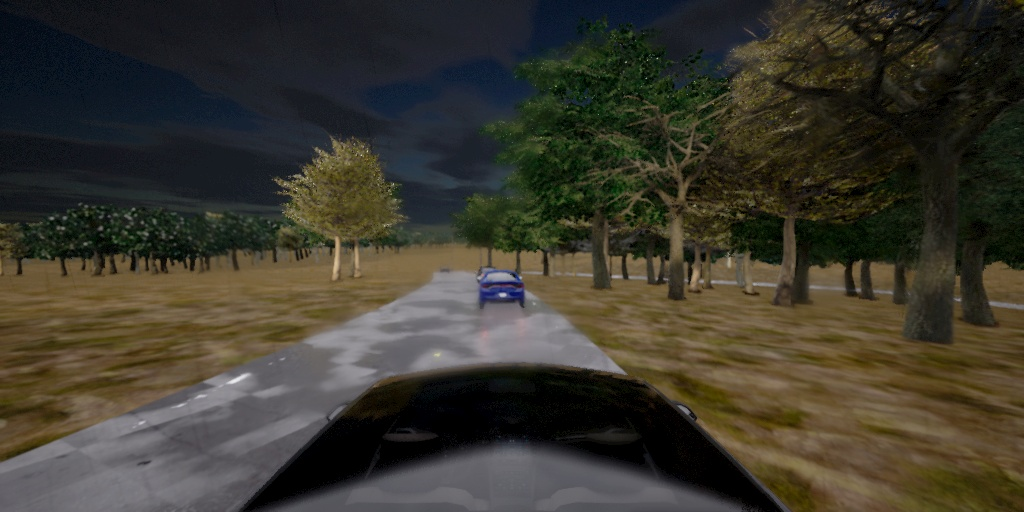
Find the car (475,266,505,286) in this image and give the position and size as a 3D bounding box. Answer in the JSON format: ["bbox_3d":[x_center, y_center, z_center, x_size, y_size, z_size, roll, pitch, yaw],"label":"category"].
[{"bbox_3d":[-1.923,1.577,29.546,2.033,1.411,5.357,0,-1,-8],"label":"car"}]

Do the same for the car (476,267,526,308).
[{"bbox_3d":[-0.519,1.362,16.226,1.882,1.535,5.008,0,0,-4],"label":"car"}]
